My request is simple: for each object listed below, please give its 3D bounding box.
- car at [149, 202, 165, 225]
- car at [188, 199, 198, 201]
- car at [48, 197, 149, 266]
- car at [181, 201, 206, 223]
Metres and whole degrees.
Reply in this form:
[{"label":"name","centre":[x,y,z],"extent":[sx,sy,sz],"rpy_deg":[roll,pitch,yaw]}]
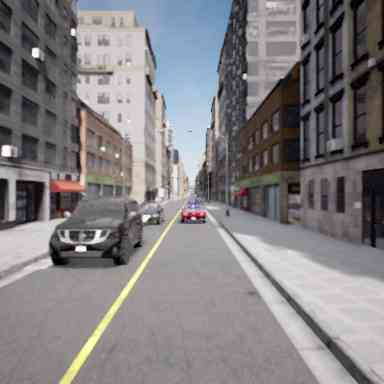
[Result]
[{"label":"car","centre":[-2.998,1.516,23.953],"extent":[2.128,1.511,4.902],"rpy_deg":[0,0,0]},{"label":"car","centre":[0.129,1.630,44.151],"extent":[1.812,1.442,4.674],"rpy_deg":[0,0,0]},{"label":"car","centre":[-3.087,1.231,11.956],"extent":[2.150,2.045,5.566],"rpy_deg":[0,0,0]},{"label":"car","centre":[0.117,1.632,26.117],"extent":[1.895,1.301,4.718],"rpy_deg":[0,0,0]}]
